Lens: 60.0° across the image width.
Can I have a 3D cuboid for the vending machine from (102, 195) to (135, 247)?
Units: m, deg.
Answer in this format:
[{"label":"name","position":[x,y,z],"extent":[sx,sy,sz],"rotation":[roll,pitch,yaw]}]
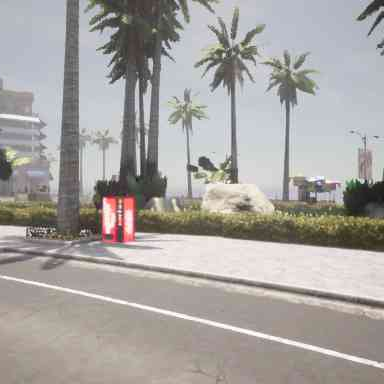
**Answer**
[{"label":"vending machine","position":[-3.126,1.195,14.177],"extent":[0.880,2.100,1.100],"rotation":[0,0,27]}]
